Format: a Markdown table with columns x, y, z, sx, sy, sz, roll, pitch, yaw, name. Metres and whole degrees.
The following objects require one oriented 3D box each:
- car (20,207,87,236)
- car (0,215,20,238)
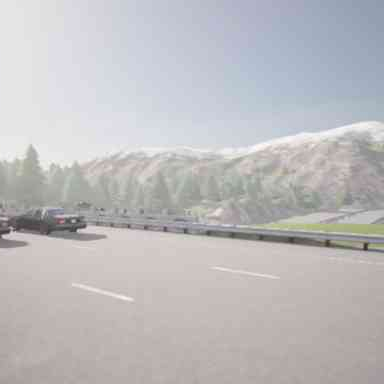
| x | y | z | sx | sy | sz | roll | pitch | yaw | name |
| --- | --- | --- | --- | --- | --- | --- | --- | --- | --- |
| -8.069 | 1.529 | 18.362 | 5.357 | 1.411 | 2.033 | 0 | 0 | 36 | car |
| -10.798 | 1.527 | 16.010 | 5.357 | 1.411 | 2.033 | 0 | 0 | 36 | car |
